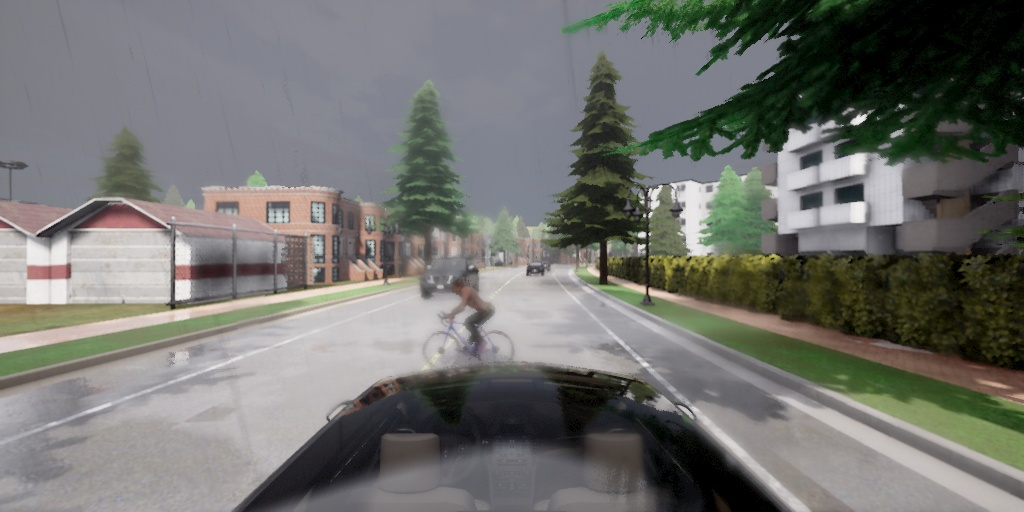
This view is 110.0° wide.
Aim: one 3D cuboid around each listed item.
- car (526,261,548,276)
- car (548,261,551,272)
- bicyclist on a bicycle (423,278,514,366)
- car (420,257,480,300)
[{"bbox_3d":[2.714,1.410,39.870,1.882,1.535,5.008,0,-1,8],"label":"car"},{"bbox_3d":[4.726,1.485,52.502,2.128,1.511,4.902,0,0,10],"label":"car"},{"bbox_3d":[-0.787,1.225,6.413,1.656,1.620,0.582,-1,0,1],"label":"bicyclist on a bicycle"},{"bbox_3d":[-3.032,1.055,18.765,2.150,2.045,5.566,0,-1,4],"label":"car"}]
